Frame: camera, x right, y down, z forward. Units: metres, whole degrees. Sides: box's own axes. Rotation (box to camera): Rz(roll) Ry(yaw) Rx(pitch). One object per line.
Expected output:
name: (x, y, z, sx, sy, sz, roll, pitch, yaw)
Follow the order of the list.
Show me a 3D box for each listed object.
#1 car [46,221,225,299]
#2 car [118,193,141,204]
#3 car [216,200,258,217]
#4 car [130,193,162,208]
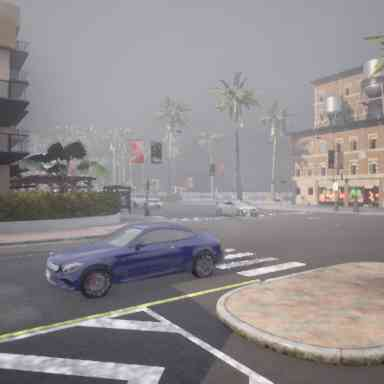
car: (-1.239, 1.524, 8.606, 4.674, 1.442, 1.812, 0, 0, -35)
car: (-12.685, 1.212, 67.362, 2.150, 2.045, 5.566, 0, 0, -38)
car: (4.119, 1.518, 31.224, 1.812, 1.442, 4.674, 0, 0, -35)
car: (-6.257, 1.215, 46.022, 2.150, 2.045, 5.566, 0, 0, -35)
